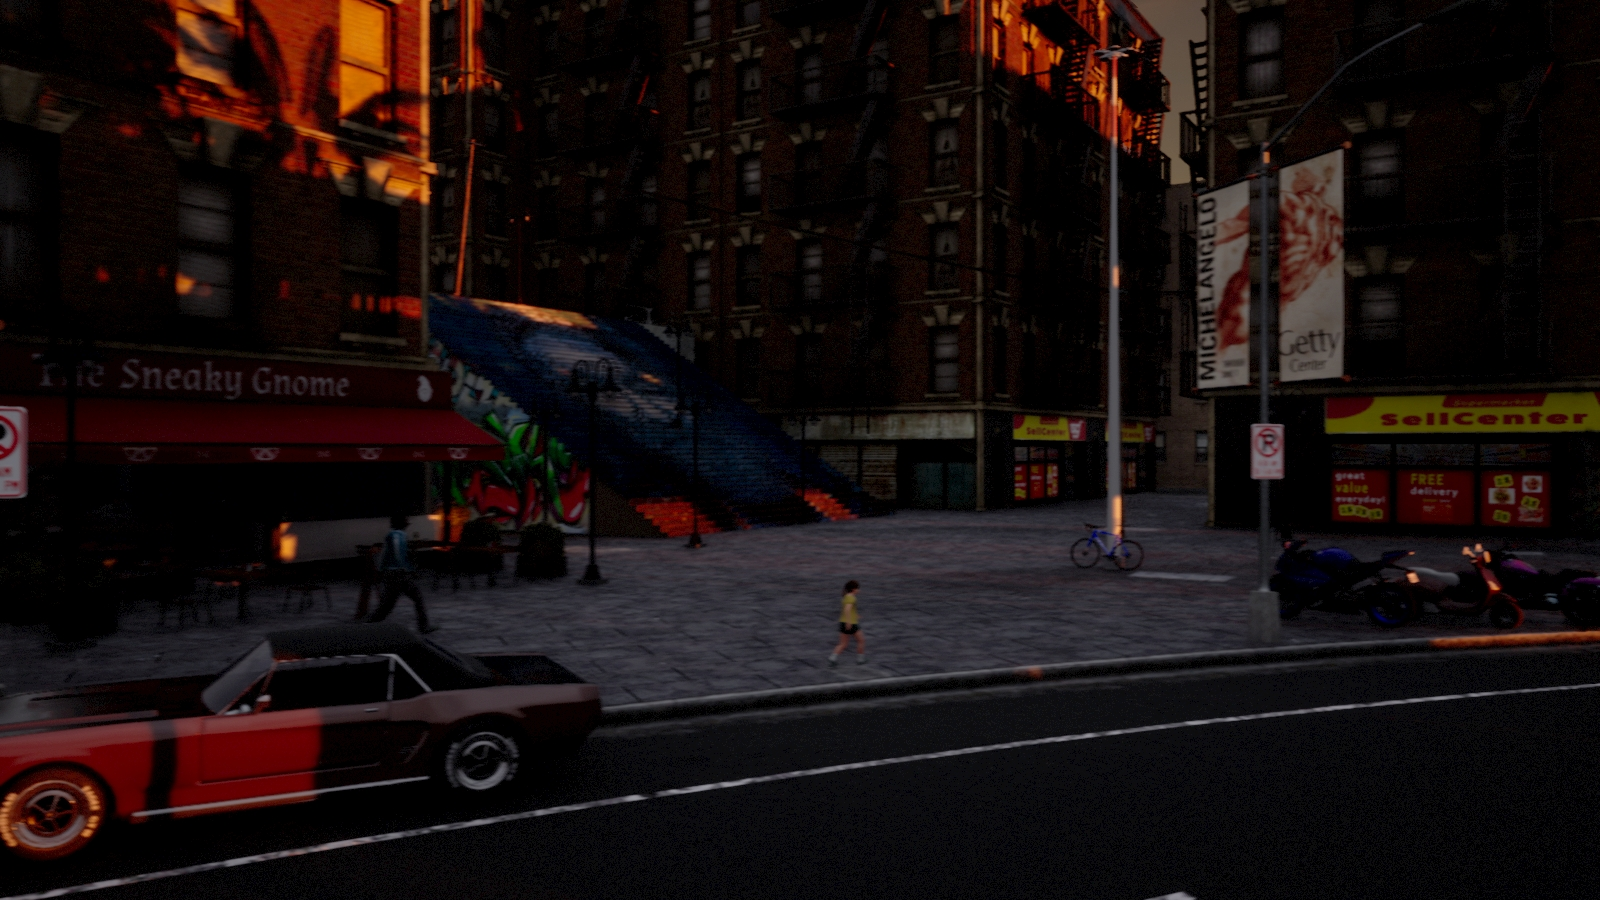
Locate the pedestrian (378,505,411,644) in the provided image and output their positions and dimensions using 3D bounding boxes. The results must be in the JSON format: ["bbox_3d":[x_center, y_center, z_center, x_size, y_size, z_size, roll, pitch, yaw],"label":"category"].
[{"bbox_3d":[-5.584,1.693,15.728,0.375,1.860,0.375,0,0,-28],"label":"pedestrian"}]

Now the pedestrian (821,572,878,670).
[{"bbox_3d":[0.601,2.074,13.943,0.500,1.100,0.500,0,0,-29],"label":"pedestrian"}]
